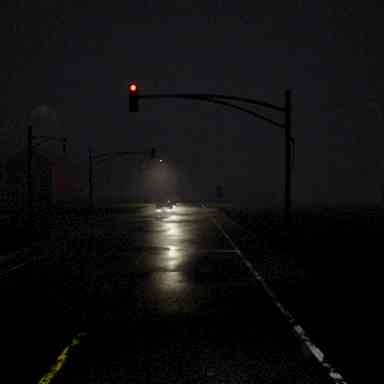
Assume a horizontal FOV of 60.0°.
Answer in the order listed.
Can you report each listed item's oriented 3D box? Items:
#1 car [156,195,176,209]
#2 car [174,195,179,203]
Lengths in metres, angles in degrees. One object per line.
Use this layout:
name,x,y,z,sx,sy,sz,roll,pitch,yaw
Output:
car,-3.596,1.525,44.493,1.994,1.385,4.181,0,0,0
car,-3.586,1.471,54.803,1.812,1.442,4.674,0,0,0
